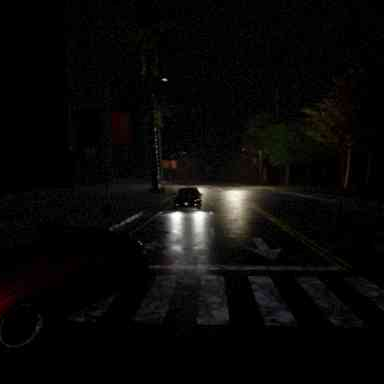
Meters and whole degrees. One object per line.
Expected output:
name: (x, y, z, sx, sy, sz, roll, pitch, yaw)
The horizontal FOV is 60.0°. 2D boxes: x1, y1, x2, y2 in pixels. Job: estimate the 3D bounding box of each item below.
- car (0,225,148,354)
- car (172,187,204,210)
car: (-2.538, 1.312, 5.829, 1.994, 1.385, 4.181, 1, 3, 24)
car: (-0.248, 0.437, 24.171, 1.837, 1.490, 4.892, 0, 2, 3)
